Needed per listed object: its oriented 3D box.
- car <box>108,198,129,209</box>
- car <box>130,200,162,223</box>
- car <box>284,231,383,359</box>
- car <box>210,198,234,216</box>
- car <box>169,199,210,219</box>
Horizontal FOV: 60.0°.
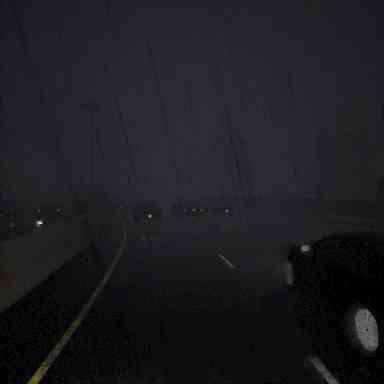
[{"bbox_3d":[-9.172,1.425,41.064,1.895,1.301,4.718,0,0,-24],"label":"car"},{"bbox_3d":[-3.462,1.392,24.916,1.837,1.490,4.892,0,0,-14],"label":"car"},{"bbox_3d":[3.213,1.441,5.979,1.882,1.535,5.008,0,0,-3],"label":"car"},{"bbox_3d":[2.256,1.354,30.390,1.837,1.490,4.892,0,0,-17],"label":"car"},{"bbox_3d":[-0.534,1.416,27.733,2.033,1.411,5.357,0,0,-16],"label":"car"}]
